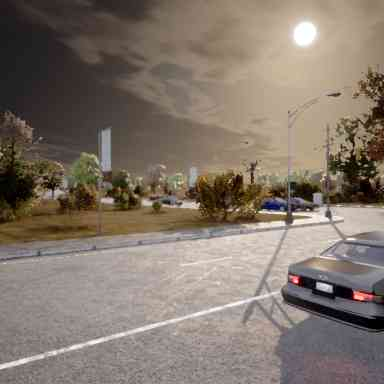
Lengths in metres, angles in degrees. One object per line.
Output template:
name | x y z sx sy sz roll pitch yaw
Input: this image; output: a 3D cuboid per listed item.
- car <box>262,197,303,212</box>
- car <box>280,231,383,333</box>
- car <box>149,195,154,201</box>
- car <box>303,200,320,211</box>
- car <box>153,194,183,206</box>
car | 8.935 1.318 35.832 1.882 1.535 5.008 -1 0 -40
car | 4.103 1.528 6.695 5.357 1.411 2.033 0 0 -36
car | -7.740 1.260 73.374 1.882 1.535 5.008 -1 0 -38
car | 11.717 1.363 37.964 2.033 1.411 5.357 -1 0 -39
car | -3.359 1.339 51.059 2.128 1.511 4.902 -1 0 -39
